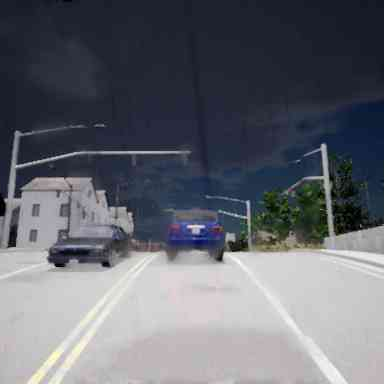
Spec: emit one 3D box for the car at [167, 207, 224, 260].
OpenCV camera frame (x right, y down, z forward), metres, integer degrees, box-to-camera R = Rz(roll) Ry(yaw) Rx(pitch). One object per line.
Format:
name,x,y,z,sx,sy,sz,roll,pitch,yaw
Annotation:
car,0.088,1.838,14.600,2.150,2.045,5.566,0,-7,-1

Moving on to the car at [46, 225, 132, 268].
car,-3.562,1.953,12.739,2.033,1.411,5.357,0,-5,0
